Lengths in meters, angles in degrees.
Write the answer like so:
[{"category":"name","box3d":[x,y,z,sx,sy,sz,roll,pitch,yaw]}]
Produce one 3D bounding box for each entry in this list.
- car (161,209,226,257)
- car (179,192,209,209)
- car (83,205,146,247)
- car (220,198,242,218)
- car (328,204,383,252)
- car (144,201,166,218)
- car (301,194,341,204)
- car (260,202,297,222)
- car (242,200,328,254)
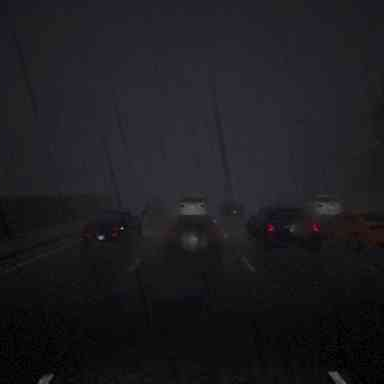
[{"category":"car","box3d":[0.061,1.558,12.846,1.994,1.385,4.181,0,0,0]},{"category":"car","box3d":[0.061,1.214,27.889,2.150,2.045,5.566,0,0,0]},{"category":"car","box3d":[-3.431,1.520,14.860,1.812,1.442,4.674,0,0,0]},{"category":"car","box3d":[3.570,1.515,30.005,1.812,1.442,4.674,0,0,0]},{"category":"car","box3d":[7.067,1.473,13.981,1.882,1.535,5.008,0,-1,0]},{"category":"car","box3d":[-3.430,1.515,29.980,1.812,1.442,4.674,0,0,0]},{"category":"car","box3d":[10.560,1.213,27.938,2.150,2.045,5.566,0,0,0]},{"category":"car","box3d":[7.060,1.591,27.558,1.895,1.301,4.718,0,0,0]},{"category":"car","box3d":[3.565,1.346,13.702,2.097,1.767,4.553,0,0,0]}]
